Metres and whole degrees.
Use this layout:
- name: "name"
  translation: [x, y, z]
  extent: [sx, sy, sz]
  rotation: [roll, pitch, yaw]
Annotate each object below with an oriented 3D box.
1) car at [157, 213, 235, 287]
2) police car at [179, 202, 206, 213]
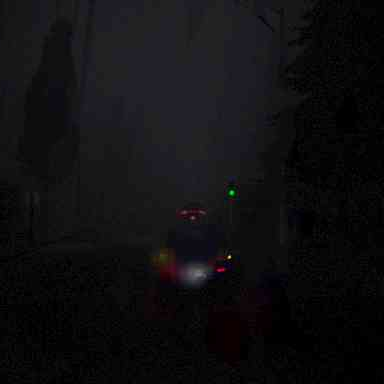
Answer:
- name: "car"
  translation: [0.096, 1.537, 9.244]
  extent: [1.812, 1.442, 4.674]
  rotation: [0, 0, 0]
- name: "police car"
  translation: [0.063, 1.534, 24.098]
  extent: [2.038, 1.542, 4.974]
  rotation: [0, 0, 0]
